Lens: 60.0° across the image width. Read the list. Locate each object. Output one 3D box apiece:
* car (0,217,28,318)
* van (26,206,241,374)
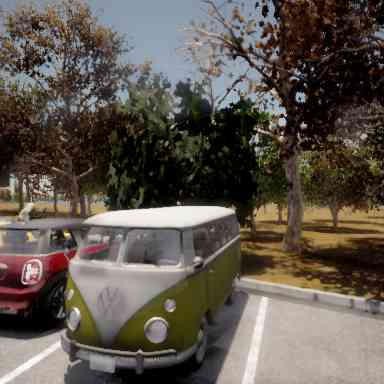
[{"bbox_3d":[-2.689,1.356,7.445,2.185,1.767,4.553,0,-1,17],"label":"car"},{"bbox_3d":[-0.315,1.254,5.622,1.878,1.987,4.442,0,-1,16],"label":"van"}]
